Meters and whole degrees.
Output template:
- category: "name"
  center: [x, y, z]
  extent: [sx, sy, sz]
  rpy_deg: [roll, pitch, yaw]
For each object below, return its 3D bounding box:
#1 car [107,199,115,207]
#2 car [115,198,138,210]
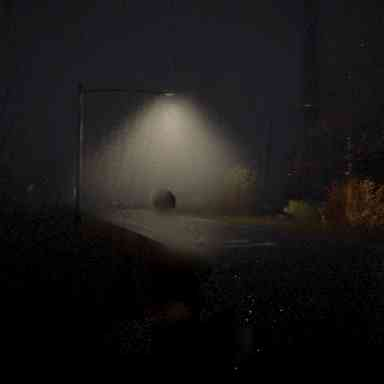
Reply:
- category: "car"
  center: [-13.580, 1.951, 58.075]
  extent: [2.033, 1.411, 5.357]
  rpy_deg: [1, -1, -25]
- category: "car"
  center: [-9.400, 1.700, 48.950]
  extent: [2.097, 1.767, 4.553]
  rpy_deg: [1, -1, -25]
